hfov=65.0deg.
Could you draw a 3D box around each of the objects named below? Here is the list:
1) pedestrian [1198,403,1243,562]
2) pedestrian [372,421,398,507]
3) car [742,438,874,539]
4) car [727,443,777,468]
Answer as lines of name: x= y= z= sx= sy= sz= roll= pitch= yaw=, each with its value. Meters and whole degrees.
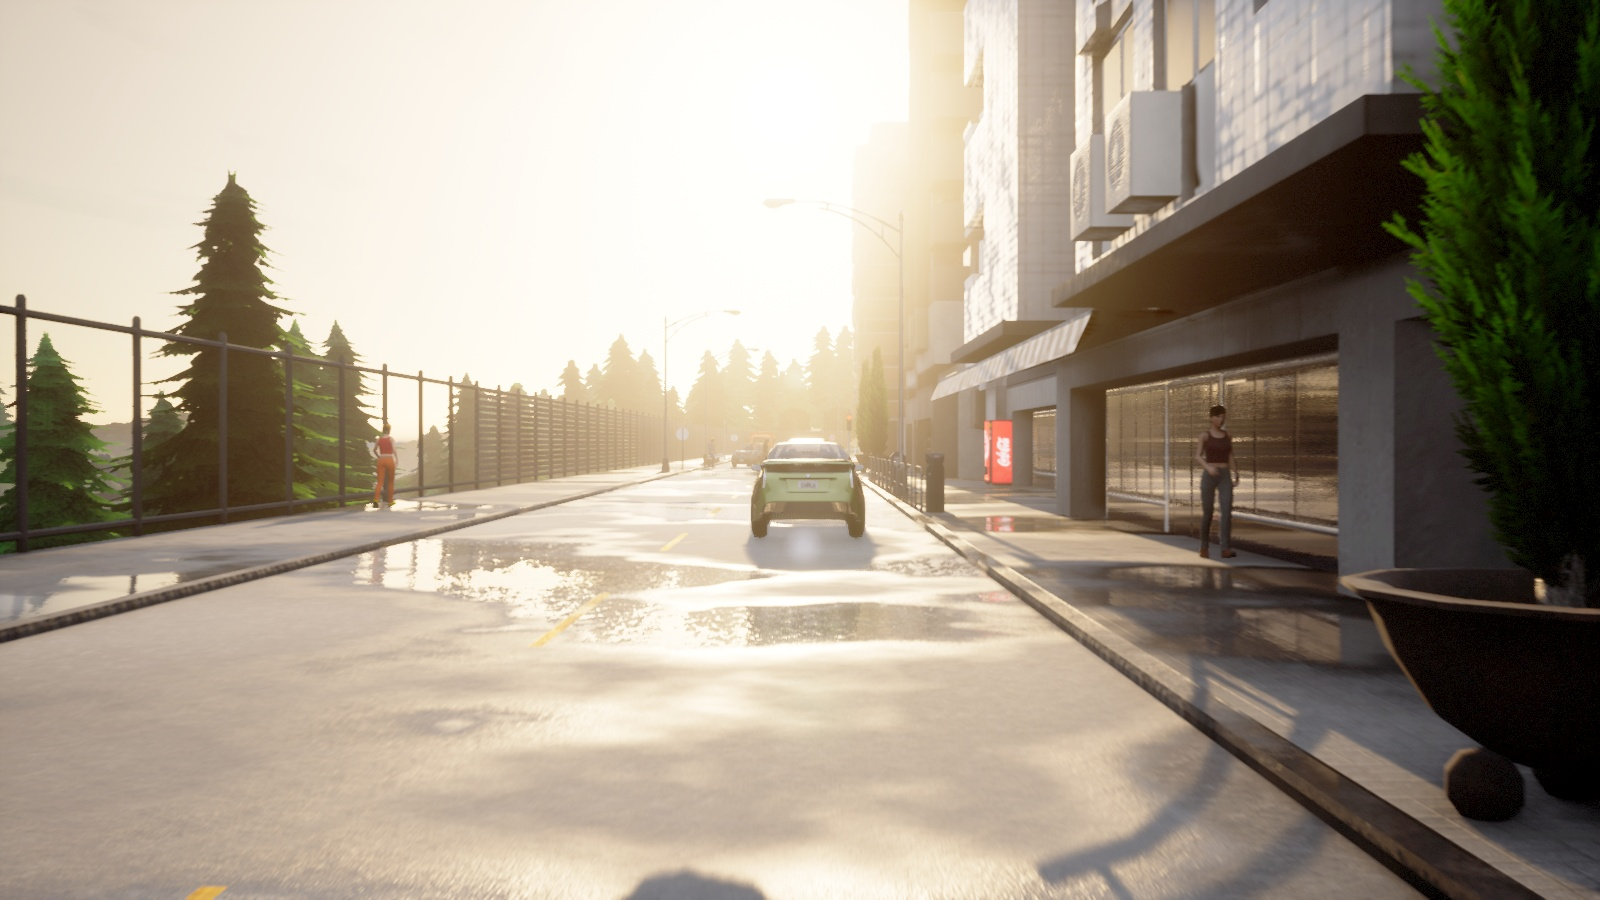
pedestrian: x=4.962 y=0.377 z=14.839 sx=0.345 sy=1.836 sz=0.594 roll=0 pitch=0 yaw=2
pedestrian: x=-8.993 y=0.296 z=27.242 sx=0.345 sy=1.836 sz=0.594 roll=0 pitch=0 yaw=2
car: x=0.134 y=0.573 z=21.360 sx=2.007 sy=1.525 sz=4.514 roll=0 pitch=0 yaw=0
car: x=-2.918 y=0.325 z=76.796 sx=1.845 sy=1.501 sz=3.633 roll=0 pitch=0 yaw=19
